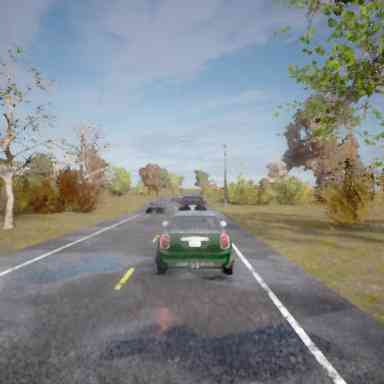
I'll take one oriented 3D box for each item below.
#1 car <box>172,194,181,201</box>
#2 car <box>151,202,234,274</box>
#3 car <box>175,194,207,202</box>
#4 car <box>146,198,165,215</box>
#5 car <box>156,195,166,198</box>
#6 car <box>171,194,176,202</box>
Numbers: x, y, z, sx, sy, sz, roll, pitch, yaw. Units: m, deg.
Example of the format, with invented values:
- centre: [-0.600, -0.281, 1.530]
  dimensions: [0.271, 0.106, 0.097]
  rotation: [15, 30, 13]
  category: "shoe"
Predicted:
- centre: [-3.752, 1.303, 80.108]
  dimensions: [2.097, 1.767, 4.553]
  rotation: [0, 0, 0]
  category: "car"
- centre: [0.076, 1.372, 10.795]
  dimensions: [2.097, 1.767, 4.553]
  rotation: [0, 0, 0]
  category: "car"
- centre: [0.034, 1.269, 27.045]
  dimensions: [2.150, 2.045, 5.566]
  rotation: [0, 0, 0]
  category: "car"
- centre: [-3.721, 1.657, 34.987]
  dimensions: [1.895, 1.301, 4.718]
  rotation: [0, 0, -1]
  category: "car"
- centre: [-7.206, 1.377, 77.227]
  dimensions: [1.837, 1.490, 4.892]
  rotation: [0, 0, -3]
  category: "car"
- centre: [-3.611, 1.406, 72.804]
  dimensions: [2.128, 1.511, 4.902]
  rotation: [0, 0, -2]
  category: "car"
